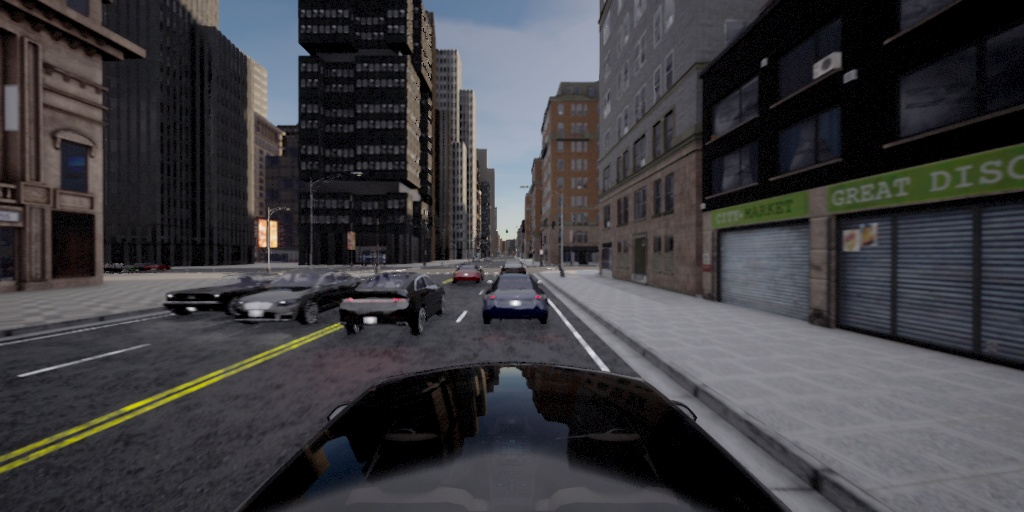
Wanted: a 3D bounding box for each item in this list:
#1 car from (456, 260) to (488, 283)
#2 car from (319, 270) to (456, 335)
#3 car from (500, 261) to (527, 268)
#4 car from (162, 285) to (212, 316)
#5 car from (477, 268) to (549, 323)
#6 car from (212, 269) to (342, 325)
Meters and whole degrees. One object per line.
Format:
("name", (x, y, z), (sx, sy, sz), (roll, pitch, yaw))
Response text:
("car", (-3.153, 1.231, 26.602), (1.994, 1.385, 4.181), (0, 0, 0))
("car", (-3.154, 1.212, 10.413), (2.128, 1.511, 4.902), (0, 0, 0))
("car", (0.097, 1.143, 27.215), (1.882, 1.535, 5.008), (0, 0, 0))
("car", (-9.850, 1.312, 13.228), (1.895, 1.301, 4.718), (0, 0, 0))
("car", (0.098, 1.279, 11.977), (1.994, 1.385, 4.181), (0, 0, 0))
("car", (-6.599, 1.208, 11.697), (2.128, 1.511, 4.902), (0, 0, 0))
